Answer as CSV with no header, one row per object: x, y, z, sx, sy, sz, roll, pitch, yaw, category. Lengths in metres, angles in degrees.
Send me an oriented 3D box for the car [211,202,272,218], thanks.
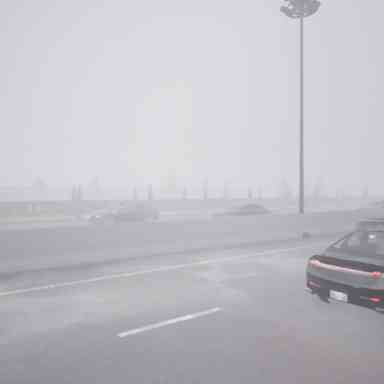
3.584,1.505,23.736,4.892,1.490,1.837,0,0,-35,car

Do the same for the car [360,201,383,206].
15.560,1.492,27.959,4.902,1.511,2.128,0,0,-35,car

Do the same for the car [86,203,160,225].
-4.534,1.490,22.249,4.902,1.511,2.128,0,0,-35,car

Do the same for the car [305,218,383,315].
4.386,1.492,6.876,4.902,1.511,2.128,0,0,-35,car

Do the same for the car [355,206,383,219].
9.044,1.505,14.496,4.892,1.490,1.837,0,0,-35,car
